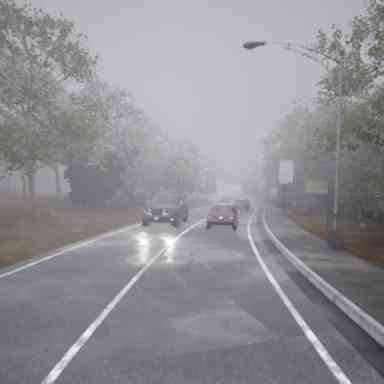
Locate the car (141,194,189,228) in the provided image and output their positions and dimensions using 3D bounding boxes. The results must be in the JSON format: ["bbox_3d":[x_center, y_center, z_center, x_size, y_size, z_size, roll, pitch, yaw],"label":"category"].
[{"bbox_3d":[-1.610,1.145,21.993,2.150,2.045,5.566,1,0,10],"label":"car"}]

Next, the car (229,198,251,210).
[{"bbox_3d":[6.364,1.482,42.314,2.128,1.511,4.902,1,0,12],"label":"car"}]

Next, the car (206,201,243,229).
[{"bbox_3d":[2.067,1.534,21.650,2.033,1.411,5.357,1,0,10],"label":"car"}]

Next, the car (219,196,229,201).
[{"bbox_3d":[6.149,1.474,62.477,1.994,1.385,4.181,1,0,7],"label":"car"}]
